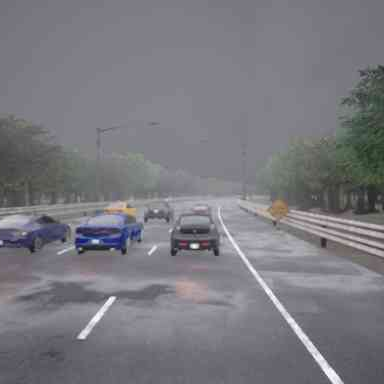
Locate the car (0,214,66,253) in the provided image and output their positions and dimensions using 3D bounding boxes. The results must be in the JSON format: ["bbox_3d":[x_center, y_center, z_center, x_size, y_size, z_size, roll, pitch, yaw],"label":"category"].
[{"bbox_3d":[-6.834,1.651,14.212,1.812,1.442,4.674,0,0,2],"label":"car"}]

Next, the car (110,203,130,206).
[{"bbox_3d":[-6.218,1.733,29.233,1.882,1.535,5.008,0,0,3],"label":"car"}]

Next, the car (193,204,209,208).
[{"bbox_3d":[0.766,1.780,28.778,1.812,1.442,4.674,0,0,3],"label":"car"}]

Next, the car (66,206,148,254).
[{"bbox_3d":[-3.332,1.604,14.209,1.882,1.535,5.008,0,0,2],"label":"car"}]

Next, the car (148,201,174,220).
[{"bbox_3d":[-2.749,1.602,28.657,2.097,1.767,4.553,0,-1,3],"label":"car"}]

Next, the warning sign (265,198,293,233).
[{"bbox_3d":[4.856,1.283,18.660,1.300,1.860,1.060,0,0,2],"label":"warning sign"}]

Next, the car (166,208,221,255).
[{"bbox_3d":[0.160,1.633,13.946,1.837,1.490,4.892,0,0,2],"label":"car"}]
